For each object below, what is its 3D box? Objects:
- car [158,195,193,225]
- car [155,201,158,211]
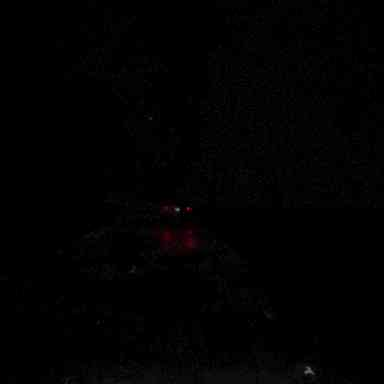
[{"bbox_3d":[-1.201,1.266,24.442,2.150,2.045,5.566,0,0,-6],"label":"car"},{"bbox_3d":[-3.677,1.584,42.861,1.882,1.535,5.008,0,0,-9],"label":"car"}]
